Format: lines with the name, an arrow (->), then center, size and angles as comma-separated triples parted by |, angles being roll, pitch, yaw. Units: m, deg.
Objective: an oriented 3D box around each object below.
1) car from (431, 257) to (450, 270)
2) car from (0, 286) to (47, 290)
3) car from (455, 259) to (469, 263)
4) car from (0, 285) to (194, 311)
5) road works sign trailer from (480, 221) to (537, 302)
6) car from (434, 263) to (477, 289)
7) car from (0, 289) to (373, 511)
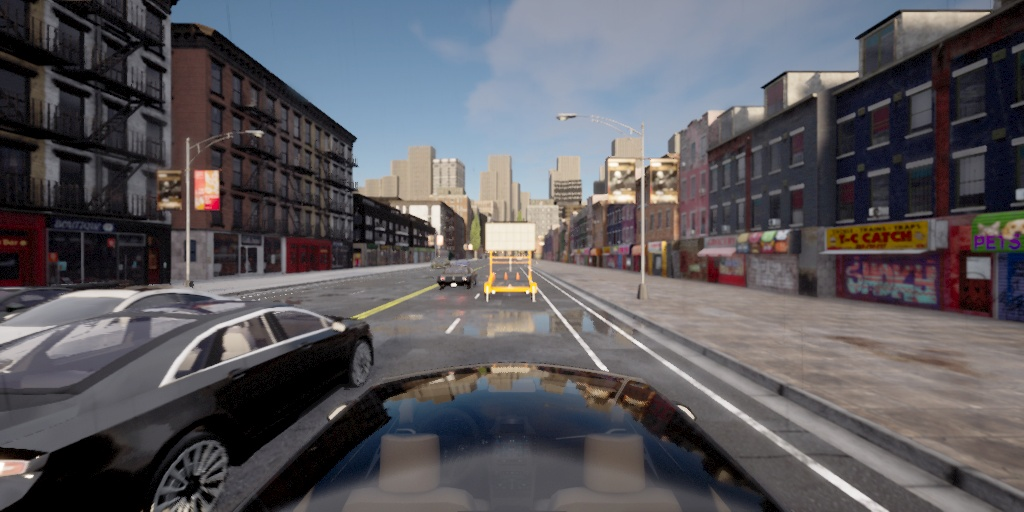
car -> -10.048, 0.995, 50.887 | 2.097, 1.767, 4.553 | 0, 0, 0
car -> -9.870, 1.297, 6.904 | 1.994, 1.385, 4.181 | 0, 0, 0
car -> -6.794, 1.172, 49.322 | 1.812, 1.442, 4.674 | 0, 0, 0
car -> -6.629, 1.262, 5.972 | 1.812, 1.442, 4.674 | 0, 0, 0
road works sign trailer -> -0.066, 0.173, 16.752 | 2.380, 3.560, 2.880 | 0, 0, 0
car -> -3.242, 1.298, 22.140 | 1.895, 1.301, 4.718 | 0, 0, 0
car -> -3.157, 1.234, 3.925 | 2.128, 1.511, 4.902 | 0, 0, 0
